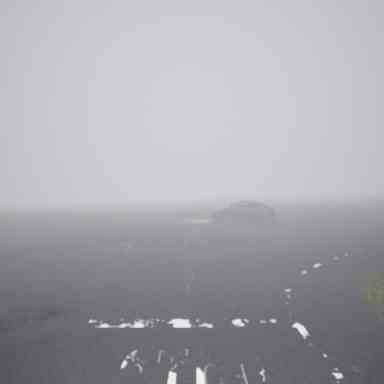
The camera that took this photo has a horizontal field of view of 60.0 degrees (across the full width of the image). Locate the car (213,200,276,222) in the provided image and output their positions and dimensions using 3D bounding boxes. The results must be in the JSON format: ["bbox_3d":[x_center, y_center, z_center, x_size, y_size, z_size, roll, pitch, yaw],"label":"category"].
[{"bbox_3d":[3.490,1.227,22.384,4.181,1.385,1.994,-1,2,0],"label":"car"}]
